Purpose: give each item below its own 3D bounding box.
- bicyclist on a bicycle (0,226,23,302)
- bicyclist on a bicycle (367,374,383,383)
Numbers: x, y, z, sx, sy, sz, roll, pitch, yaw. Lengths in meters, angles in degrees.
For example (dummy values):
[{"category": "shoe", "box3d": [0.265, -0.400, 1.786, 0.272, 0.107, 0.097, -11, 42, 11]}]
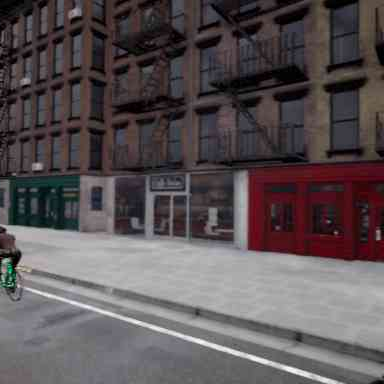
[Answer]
[{"category": "bicyclist on a bicycle", "box3d": [-4.295, 1.616, 7.619, 1.656, 1.620, 0.582, -1, -2, 35]}, {"category": "bicyclist on a bicycle", "box3d": [2.331, 1.576, 2.992, 1.509, 1.612, 0.866, 0, -2, 35]}]
